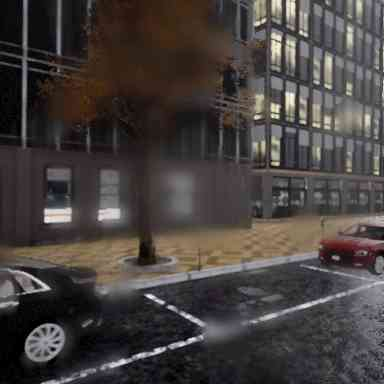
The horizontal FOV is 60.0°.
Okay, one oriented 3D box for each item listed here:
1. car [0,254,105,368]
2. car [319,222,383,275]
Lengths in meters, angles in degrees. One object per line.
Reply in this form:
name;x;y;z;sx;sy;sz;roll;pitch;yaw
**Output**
car;-3.346;1.547;4.174;4.403;1.369;2.008;1;0;-35
car;5.935;1.651;10.792;4.507;1.381;1.887;1;0;-35
